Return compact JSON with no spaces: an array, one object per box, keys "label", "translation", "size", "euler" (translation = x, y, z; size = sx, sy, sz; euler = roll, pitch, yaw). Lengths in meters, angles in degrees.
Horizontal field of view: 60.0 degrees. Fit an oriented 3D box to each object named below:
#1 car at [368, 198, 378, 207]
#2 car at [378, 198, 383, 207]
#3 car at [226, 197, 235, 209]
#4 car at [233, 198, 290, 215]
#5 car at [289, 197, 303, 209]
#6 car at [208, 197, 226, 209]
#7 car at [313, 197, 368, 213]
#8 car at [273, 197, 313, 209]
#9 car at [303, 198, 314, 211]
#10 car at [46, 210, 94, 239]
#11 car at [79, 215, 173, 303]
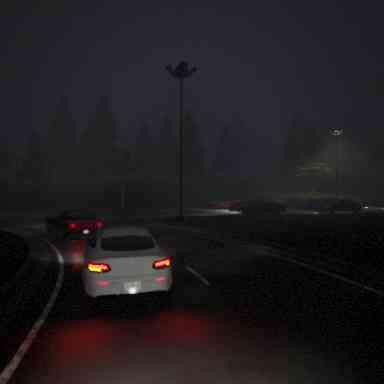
[{"label":"car","translation":[27.203,1.516,49.020],"size":[4.181,1.385,1.994],"euler":[0,0,-14]},{"label":"car","translation":[28.452,1.520,45.722],"size":[4.181,1.385,1.994],"euler":[0,0,-14]},{"label":"car","translation":[6.701,1.524,40.336],"size":[4.181,1.385,1.994],"euler":[0,0,-14]},{"label":"car","translation":[6.914,1.568,33.185],"size":[4.718,1.301,1.895],"euler":[0,0,-14]},{"label":"car","translation":[15.357,1.450,42.483],"size":[4.902,1.511,2.128],"euler":[0,0,-14]},{"label":"car","translation":[4.524,1.434,43.398],"size":[5.008,1.535,1.882],"euler":[0,0,-14]},{"label":"car","translation":[15.803,1.491,35.416],"size":[4.674,1.442,1.812],"euler":[0,0,-13]},{"label":"car","translation":[13.811,1.433,45.702],"size":[5.008,1.535,1.882],"euler":[0,0,-14]},{"label":"car","translation":[16.041,1.440,39.049],"size":[5.008,1.535,1.882],"euler":[0,0,-14]},{"label":"car","translation":[-6.266,1.583,17.475],"size":[1.895,1.301,4.718],"euler":[0,0,-35]},{"label":"car","translation":[-1.708,1.517,8.206],"size":[1.812,1.442,4.674],"euler":[0,0,-16]}]
